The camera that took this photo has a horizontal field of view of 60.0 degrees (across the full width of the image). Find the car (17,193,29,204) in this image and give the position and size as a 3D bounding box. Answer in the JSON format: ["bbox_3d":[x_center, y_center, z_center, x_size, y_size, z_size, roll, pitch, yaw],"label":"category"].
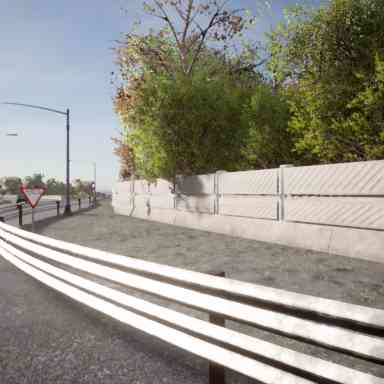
[{"bbox_3d":[-32.190,1.215,63.843,2.150,2.045,5.566,0,0,-21],"label":"car"}]
